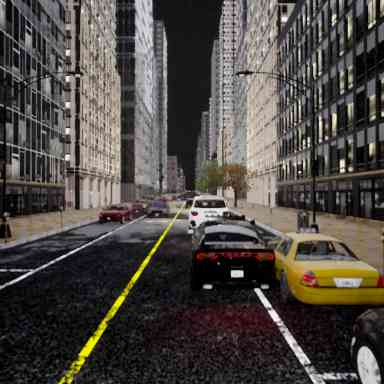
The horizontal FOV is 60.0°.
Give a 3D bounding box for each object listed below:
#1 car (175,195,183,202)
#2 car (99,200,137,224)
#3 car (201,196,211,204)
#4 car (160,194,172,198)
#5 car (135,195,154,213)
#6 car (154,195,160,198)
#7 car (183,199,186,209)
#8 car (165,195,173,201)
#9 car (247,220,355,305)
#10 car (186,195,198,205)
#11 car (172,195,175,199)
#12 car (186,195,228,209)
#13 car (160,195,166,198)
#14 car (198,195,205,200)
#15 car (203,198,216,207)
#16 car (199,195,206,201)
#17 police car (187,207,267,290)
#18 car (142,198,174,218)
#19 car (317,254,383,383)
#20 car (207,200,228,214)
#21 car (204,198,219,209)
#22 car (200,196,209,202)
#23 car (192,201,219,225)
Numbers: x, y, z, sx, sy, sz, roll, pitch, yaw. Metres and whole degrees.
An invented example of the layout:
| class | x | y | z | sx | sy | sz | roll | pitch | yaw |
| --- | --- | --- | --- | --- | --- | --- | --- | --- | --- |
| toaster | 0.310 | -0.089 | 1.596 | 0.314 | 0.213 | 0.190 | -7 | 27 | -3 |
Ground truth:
| class | x | y | z | sx | sy | sz | roll | pitch | yaw |
| --- | --- | --- | --- | --- | --- | --- | --- | --- | --- |
| car | -2.947 | 1.540 | 77.382 | 1.812 | 1.442 | 4.674 | 0 | 0 | 0 |
| car | -5.667 | 1.572 | 24.944 | 1.887 | 1.381 | 4.507 | 0 | 0 | 0 |
| car | 2.742 | 1.552 | 64.822 | 1.752 | 1.417 | 4.829 | 1 | 0 | 0 |
| car | -5.637 | 1.342 | 64.675 | 2.192 | 1.841 | 5.009 | 1 | 0 | 0 |
| car | -5.658 | 1.473 | 36.297 | 1.967 | 1.590 | 4.097 | 0 | 0 | 0 |
| car | -5.653 | 1.349 | 41.973 | 2.192 | 1.841 | 5.009 | 0 | 0 | 0 |
| car | 0.045 | 1.539 | 46.007 | 1.837 | 1.490 | 4.892 | 0 | 0 | 0 |
| car | -5.626 | 1.535 | 81.532 | 1.752 | 1.417 | 4.829 | 1 | 0 | 0 |
| car | 2.701 | 1.537 | 8.074 | 1.752 | 1.417 | 4.829 | 0 | 0 | 0 |
| car | 0.041 | 1.382 | 59.595 | 2.097 | 1.767 | 4.553 | 0 | 0 | 0 |
| car | -5.630 | 1.456 | 76.026 | 1.967 | 1.590 | 4.097 | 1 | 0 | 0 |
| car | 0.913 | 1.249 | 19.171 | 2.150 | 2.045 | 5.566 | 0 | 0 | 0 |
| car | -5.647 | 1.615 | 53.322 | 1.802 | 1.307 | 4.206 | 1 | 0 | 0 |
| car | 2.762 | 1.575 | 93.025 | 1.802 | 1.307 | 4.206 | 1 | 0 | 0 |
| car | 2.734 | 1.615 | 53.302 | 1.802 | 1.307 | 4.206 | 1 | 0 | 0 |
| car | 2.758 | 1.546 | 87.352 | 1.887 | 1.381 | 4.507 | 1 | 0 | 0 |
| police car | 0.906 | 1.439 | 9.251 | 1.930 | 1.638 | 5.238 | 0 | 0 | 0 |
| car | -2.980 | 1.578 | 30.957 | 2.033 | 1.411 | 5.357 | 0 | 0 | 0 |
| car | 2.697 | 1.554 | 2.228 | 2.008 | 1.369 | 4.403 | 0 | 0 | 0 |
| car | 2.721 | 1.599 | 36.279 | 1.947 | 1.339 | 4.313 | 0 | 0 | 0 |
| car | 2.729 | 1.616 | 47.628 | 1.802 | 1.307 | 4.206 | 1 | 0 | 0 |
| car | 2.750 | 1.582 | 76.002 | 1.947 | 1.339 | 4.313 | 1 | 0 | 0 |
| car | 0.917 | 1.506 | 25.141 | 1.882 | 1.535 | 5.008 | 0 | 0 | 0 |
